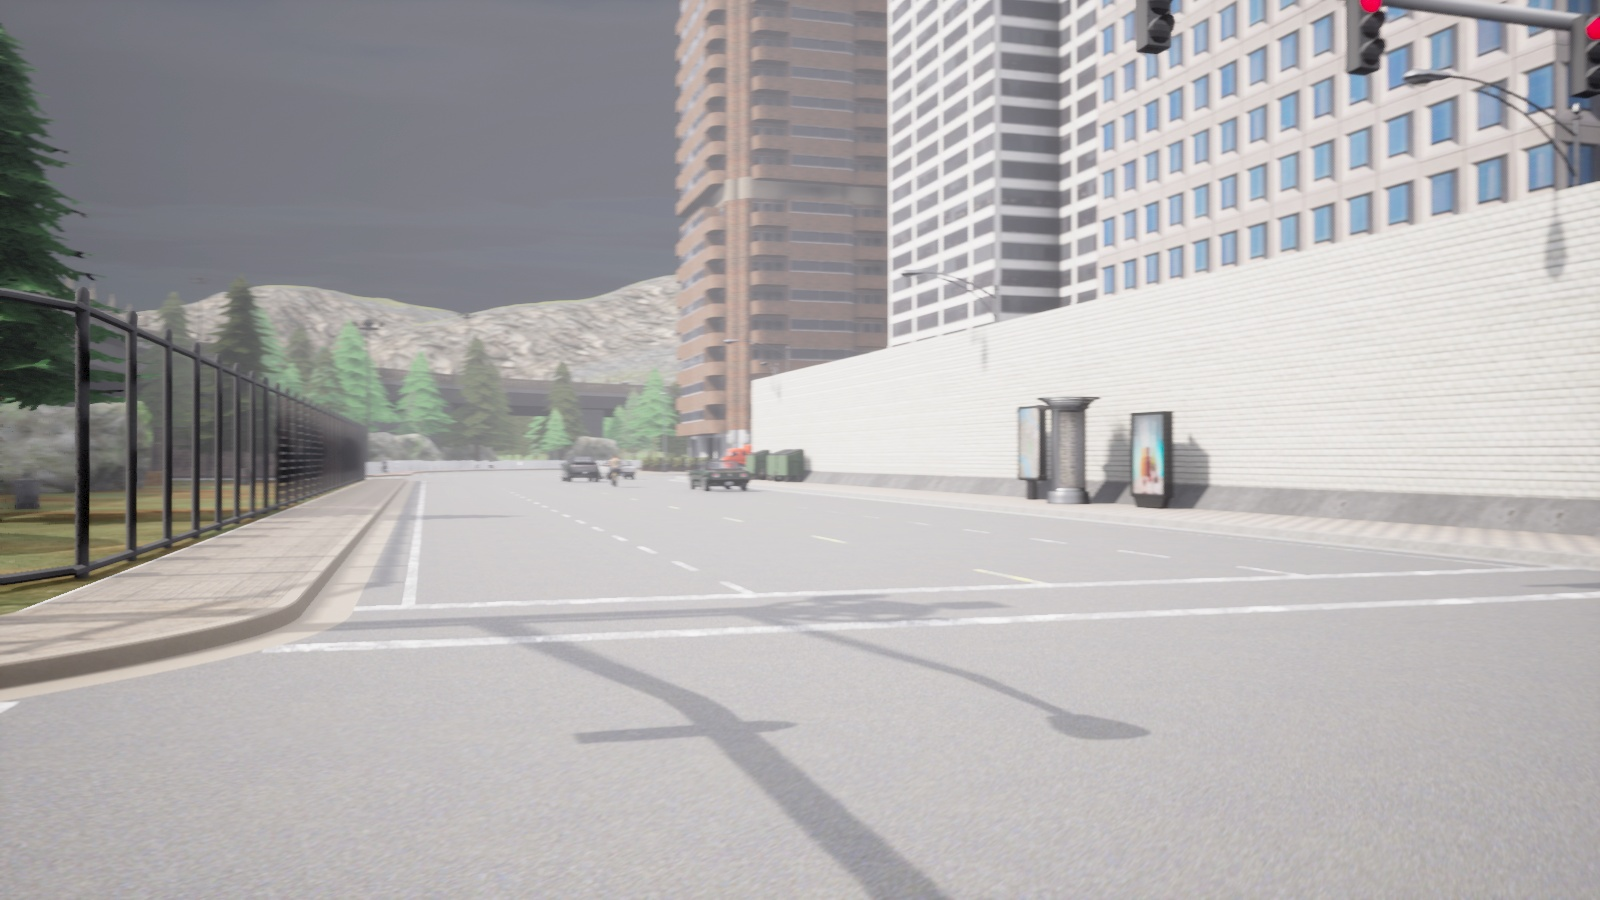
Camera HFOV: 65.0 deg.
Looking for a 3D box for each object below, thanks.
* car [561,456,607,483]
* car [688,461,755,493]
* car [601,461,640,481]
[{"bbox_3d":[-12.655,1.132,73.396,2.128,1.511,4.902,0,0,-16],"label":"car"},{"bbox_3d":[-3.446,1.129,54.464,1.895,1.301,4.718,0,0,-16],"label":"car"},{"bbox_3d":[-11.933,1.376,83.362,1.895,1.301,4.718,0,0,-16],"label":"car"}]
